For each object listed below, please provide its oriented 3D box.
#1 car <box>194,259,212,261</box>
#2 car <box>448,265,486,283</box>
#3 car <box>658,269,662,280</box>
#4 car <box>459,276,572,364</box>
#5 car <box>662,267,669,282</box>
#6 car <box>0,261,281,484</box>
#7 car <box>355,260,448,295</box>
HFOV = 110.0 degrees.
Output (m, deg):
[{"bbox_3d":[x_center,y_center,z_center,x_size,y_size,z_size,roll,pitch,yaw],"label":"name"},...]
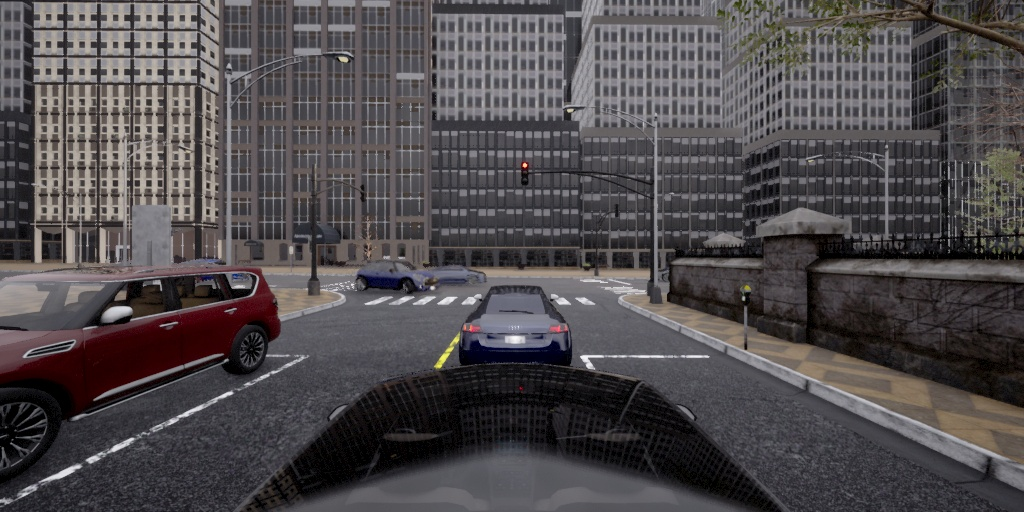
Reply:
[{"bbox_3d":[-21.059,0.972,21.001,5.008,1.535,1.882,1,0,-1],"label":"car"},{"bbox_3d":[-3.809,1.278,24.454,4.181,1.385,1.994,1,0,-1],"label":"car"},{"bbox_3d":[14.327,1.515,31.368,4.181,1.385,1.994,1,0,-1],"label":"car"},{"bbox_3d":[0.088,1.314,7.767,1.994,1.385,4.181,0,0,1],"label":"car"},{"bbox_3d":[14.510,1.510,28.119,4.181,1.385,1.994,1,0,-1],"label":"car"},{"bbox_3d":[-5.364,1.065,4.749,2.192,1.841,5.009,0,0,0],"label":"car"},{"bbox_3d":[-6.125,1.033,19.327,4.553,1.767,2.097,1,1,23],"label":"car"}]
